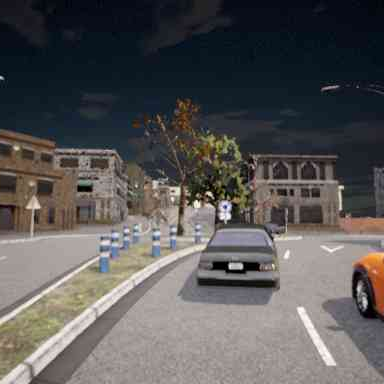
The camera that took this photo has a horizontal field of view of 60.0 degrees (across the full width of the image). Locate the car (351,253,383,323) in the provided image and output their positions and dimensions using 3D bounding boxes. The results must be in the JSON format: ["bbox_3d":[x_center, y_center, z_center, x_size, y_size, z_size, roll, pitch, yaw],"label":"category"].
[{"bbox_3d":[3.868,1.315,4.356,2.097,1.767,4.553,-1,1,5],"label":"car"}]

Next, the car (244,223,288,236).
[{"bbox_3d":[9.038,4.610,41.008,4.902,1.511,2.128,-6,-9,42],"label":"car"}]

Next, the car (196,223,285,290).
[{"bbox_3d":[1.377,1.550,9.078,2.033,1.411,5.357,-1,-1,12],"label":"car"}]
